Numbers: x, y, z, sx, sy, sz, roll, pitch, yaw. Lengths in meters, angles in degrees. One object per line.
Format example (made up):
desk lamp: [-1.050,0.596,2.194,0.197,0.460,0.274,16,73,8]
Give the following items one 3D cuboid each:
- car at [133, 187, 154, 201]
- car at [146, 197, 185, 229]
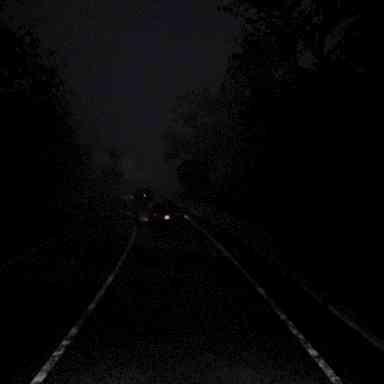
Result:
car: [-5.453,0.172,37.072,1.994,1.385,4.181,-1,5,-14]
car: [-1.585,1.242,19.610,1.994,1.385,4.181,-1,2,-8]
